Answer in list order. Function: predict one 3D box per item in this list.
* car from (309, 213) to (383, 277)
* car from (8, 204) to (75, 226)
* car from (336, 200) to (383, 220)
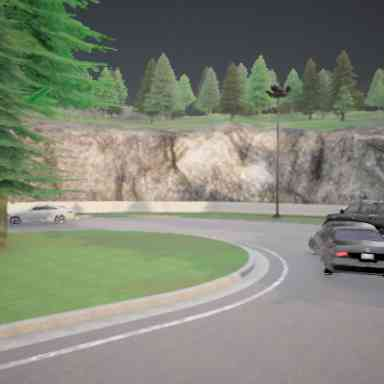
[{"bbox_3d":[4.991,1.664,10.656,2.033,1.411,5.357,1,0,15],"label":"car"},{"bbox_3d":[-10.903,1.580,23.899,4.674,1.442,1.812,1,-1,-24],"label":"car"},{"bbox_3d":[8.306,1.400,15.145,2.150,2.045,5.566,2,-1,-11],"label":"car"}]
